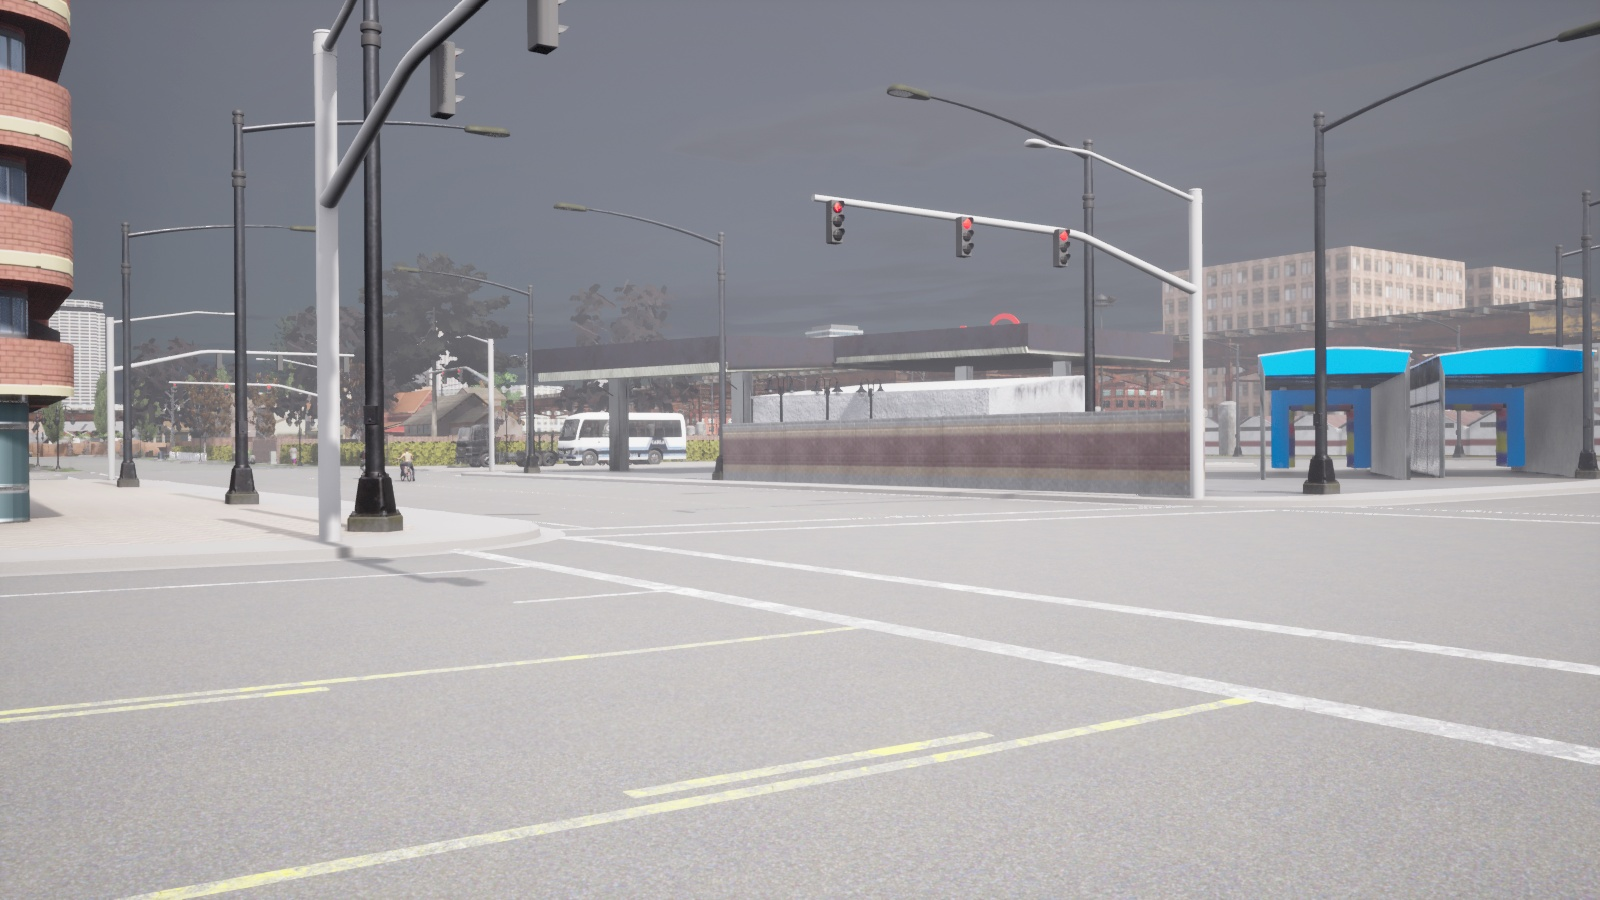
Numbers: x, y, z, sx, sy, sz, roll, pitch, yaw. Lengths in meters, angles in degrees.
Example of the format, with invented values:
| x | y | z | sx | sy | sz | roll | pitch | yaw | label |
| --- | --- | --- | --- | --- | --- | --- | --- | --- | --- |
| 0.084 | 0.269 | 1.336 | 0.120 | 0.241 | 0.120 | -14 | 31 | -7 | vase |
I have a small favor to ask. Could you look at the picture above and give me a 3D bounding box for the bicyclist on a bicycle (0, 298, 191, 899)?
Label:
| x | y | z | sx | sy | sz | roll | pitch | yaw | label |
| --- | --- | --- | --- | --- | --- | --- | --- | --- | --- |
| -2.100 | 0.623 | 2.117 | 1.843 | 1.776 | 0.659 | 0 | 0 | -36 | bicyclist on a bicycle |
